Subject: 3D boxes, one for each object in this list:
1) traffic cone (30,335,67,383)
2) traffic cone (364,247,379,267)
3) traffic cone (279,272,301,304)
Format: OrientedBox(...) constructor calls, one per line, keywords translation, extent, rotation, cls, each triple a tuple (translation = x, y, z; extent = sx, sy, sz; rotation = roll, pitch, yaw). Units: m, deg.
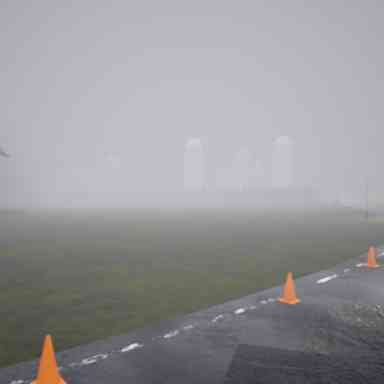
OrientedBox(translation=(-1.682, 1.979, 3.902), extent=(0.340, 0.580, 0.340), rotation=(0, 0, -37), cls="traffic cone")
OrientedBox(translation=(5.543, 1.980, 10.266), extent=(0.340, 0.580, 0.340), rotation=(0, 0, 44), cls="traffic cone")
OrientedBox(translation=(2.047, 1.976, 6.951), extent=(0.340, 0.580, 0.340), rotation=(0, 0, -41), cls="traffic cone")
